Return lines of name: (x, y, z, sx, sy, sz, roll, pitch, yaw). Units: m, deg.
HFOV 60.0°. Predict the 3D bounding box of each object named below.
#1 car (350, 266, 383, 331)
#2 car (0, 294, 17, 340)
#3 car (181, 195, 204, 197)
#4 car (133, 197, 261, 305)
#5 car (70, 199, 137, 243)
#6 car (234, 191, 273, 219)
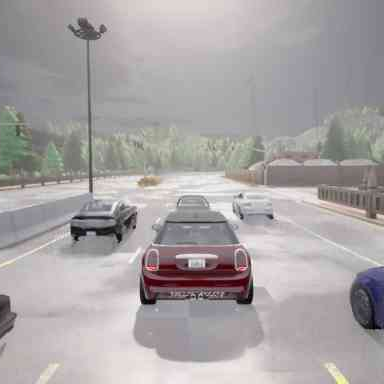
car: (3.593, 1.483, 3.719, 1.812, 1.442, 4.674, 0, 1, 0)
car: (-3.403, 1.529, 2.248, 2.033, 1.411, 5.357, 0, 1, 0)
car: (0.034, 0.861, 17.332, 2.033, 1.411, 5.357, 0, 4, 0)
car: (0.077, 1.192, 7.950, 2.097, 1.767, 4.553, 0, 2, 0)
car: (-3.450, 1.046, 13.758, 2.128, 1.511, 4.902, 0, 4, 0)
car: (3.520, 0.680, 19.663, 1.812, 1.442, 4.674, 0, 4, 0)
